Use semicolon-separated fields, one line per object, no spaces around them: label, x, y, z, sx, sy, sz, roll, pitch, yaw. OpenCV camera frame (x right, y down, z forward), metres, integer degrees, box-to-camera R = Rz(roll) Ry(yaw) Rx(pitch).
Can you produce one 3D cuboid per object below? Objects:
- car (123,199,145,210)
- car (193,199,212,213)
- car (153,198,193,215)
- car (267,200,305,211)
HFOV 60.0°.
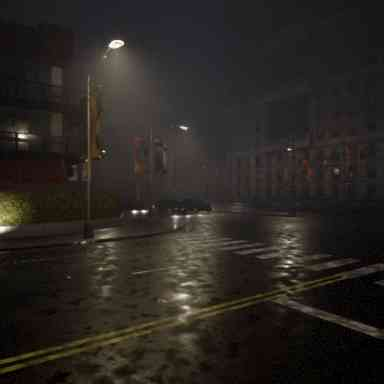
car;-7.590;1.564;42.230;1.994;1.385;4.181;0;0;-35
car;0.206;1.478;37.142;1.882;1.535;5.008;0;0;-35
car;-2.318;1.505;34.641;1.837;1.490;4.892;0;0;-35
car;11.516;1.601;41.190;1.895;1.301;4.718;0;0;-34
